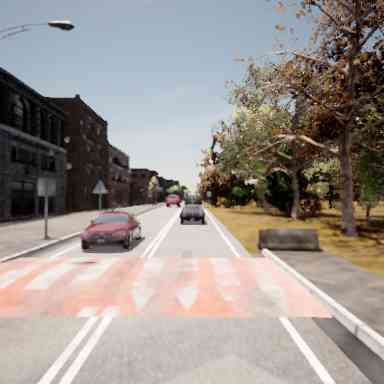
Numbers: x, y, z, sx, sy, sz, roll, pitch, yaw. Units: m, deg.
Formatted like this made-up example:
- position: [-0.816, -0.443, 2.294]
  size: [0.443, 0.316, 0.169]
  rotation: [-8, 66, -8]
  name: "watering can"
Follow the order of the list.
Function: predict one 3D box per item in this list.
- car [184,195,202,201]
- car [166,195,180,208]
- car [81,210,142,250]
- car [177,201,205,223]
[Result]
- position: [0.175, 1.381, 43.577]
  size: [2.150, 2.045, 5.566]
  rotation: [0, 0, 0]
  name: "car"
- position: [-3.141, 1.527, 55.869]
  size: [2.150, 2.045, 5.566]
  rotation: [0, -1, 1]
  name: "car"
- position: [-3.323, 1.559, 14.538]
  size: [1.812, 1.442, 4.674]
  rotation: [0, 0, 0]
  name: "car"
- position: [0.059, 1.662, 25.928]
  size: [1.895, 1.301, 4.718]
  rotation: [0, 0, 1]
  name: "car"
